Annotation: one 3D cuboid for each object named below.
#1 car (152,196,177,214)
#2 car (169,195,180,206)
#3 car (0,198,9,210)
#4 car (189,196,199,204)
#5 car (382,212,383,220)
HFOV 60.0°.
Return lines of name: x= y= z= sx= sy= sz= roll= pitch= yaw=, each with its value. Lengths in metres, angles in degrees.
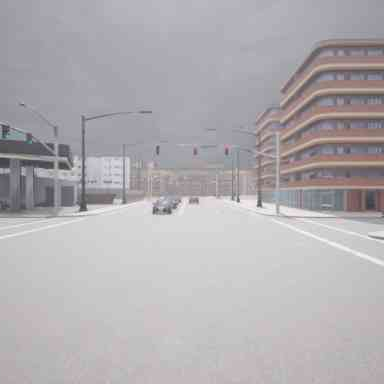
car: x=-3.076 y=1.491 z=35.230 sx=2.128 sy=1.511 sz=4.902 roll=0 pitch=0 yaw=0
car: x=-3.133 y=1.352 z=44.948 sx=2.097 sy=1.767 sz=4.553 roll=0 pitch=0 yaw=0
car: x=-23.943 y=1.456 z=39.422 sx=3.806 sy=1.475 sz=1.970 roll=0 pitch=0 yaw=1
car: x=0.345 y=1.491 z=63.731 sx=2.128 sy=1.511 sz=4.902 roll=0 pitch=0 yaw=0
car: x=16.169 y=1.506 z=23.664 sx=4.892 sy=1.490 sz=1.837 roll=0 pitch=0 yaw=1
